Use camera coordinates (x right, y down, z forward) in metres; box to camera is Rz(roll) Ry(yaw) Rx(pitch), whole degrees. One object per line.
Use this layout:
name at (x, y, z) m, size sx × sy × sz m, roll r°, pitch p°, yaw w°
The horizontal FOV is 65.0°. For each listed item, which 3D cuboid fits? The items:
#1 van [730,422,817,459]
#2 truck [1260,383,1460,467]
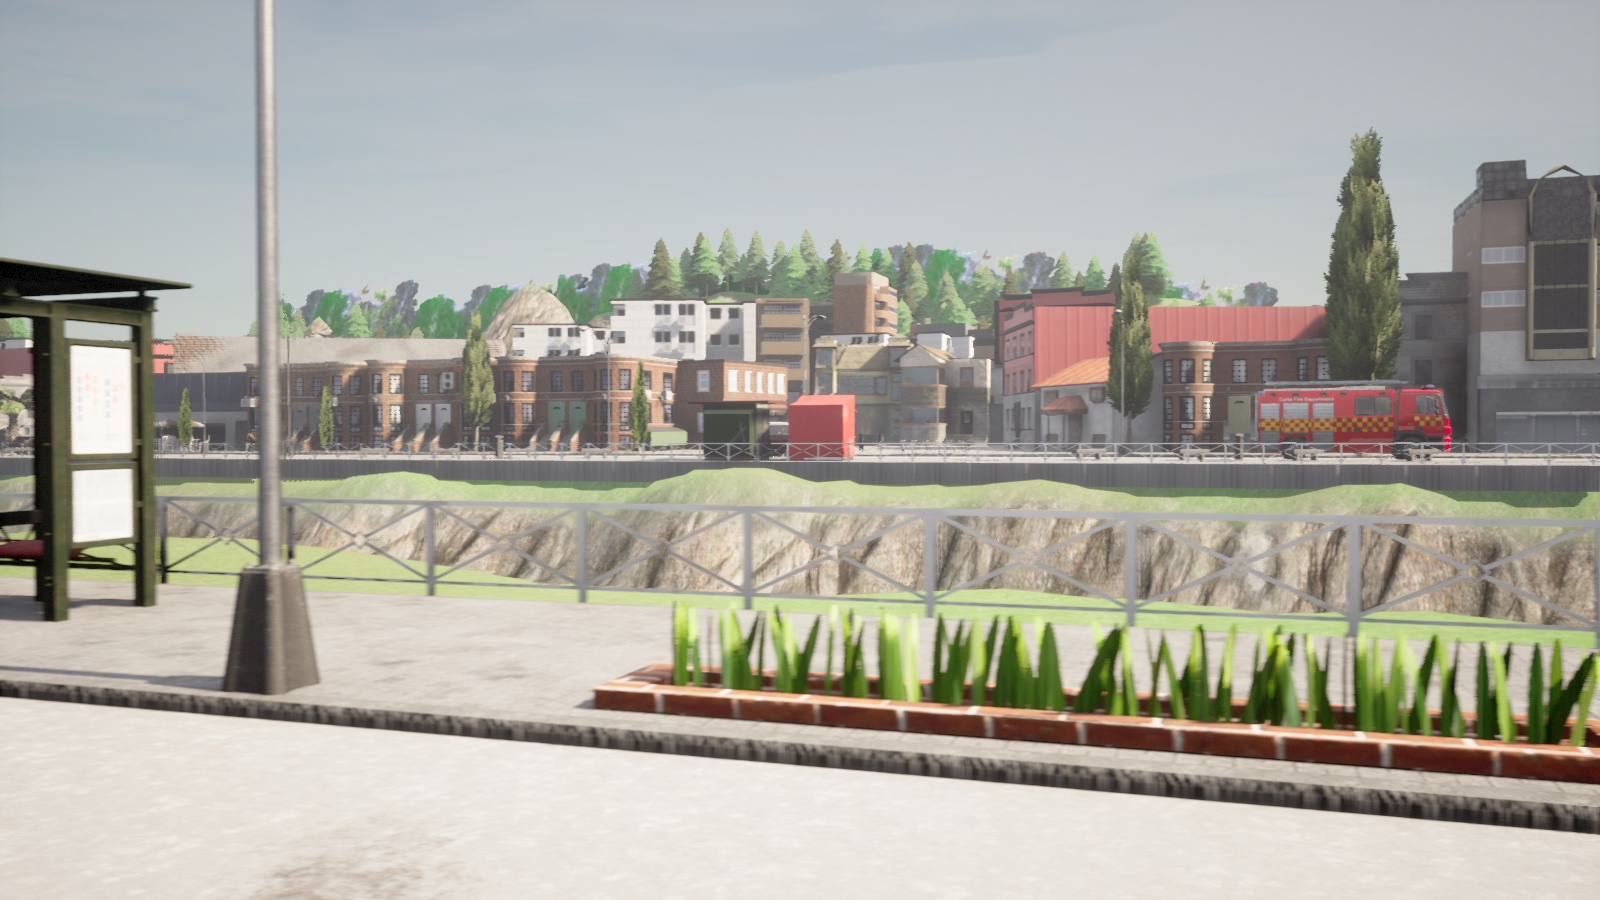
van at (-1.439, -0.535, 69.287) m, size 4.442 × 1.987 × 1.775 m, roll 1°, pitch 1°, yaw 19°
truck at (26.489, -1.198, 59.909) m, size 8.468 × 3.827 × 2.891 m, roll 1°, pitch 1°, yaw 19°
